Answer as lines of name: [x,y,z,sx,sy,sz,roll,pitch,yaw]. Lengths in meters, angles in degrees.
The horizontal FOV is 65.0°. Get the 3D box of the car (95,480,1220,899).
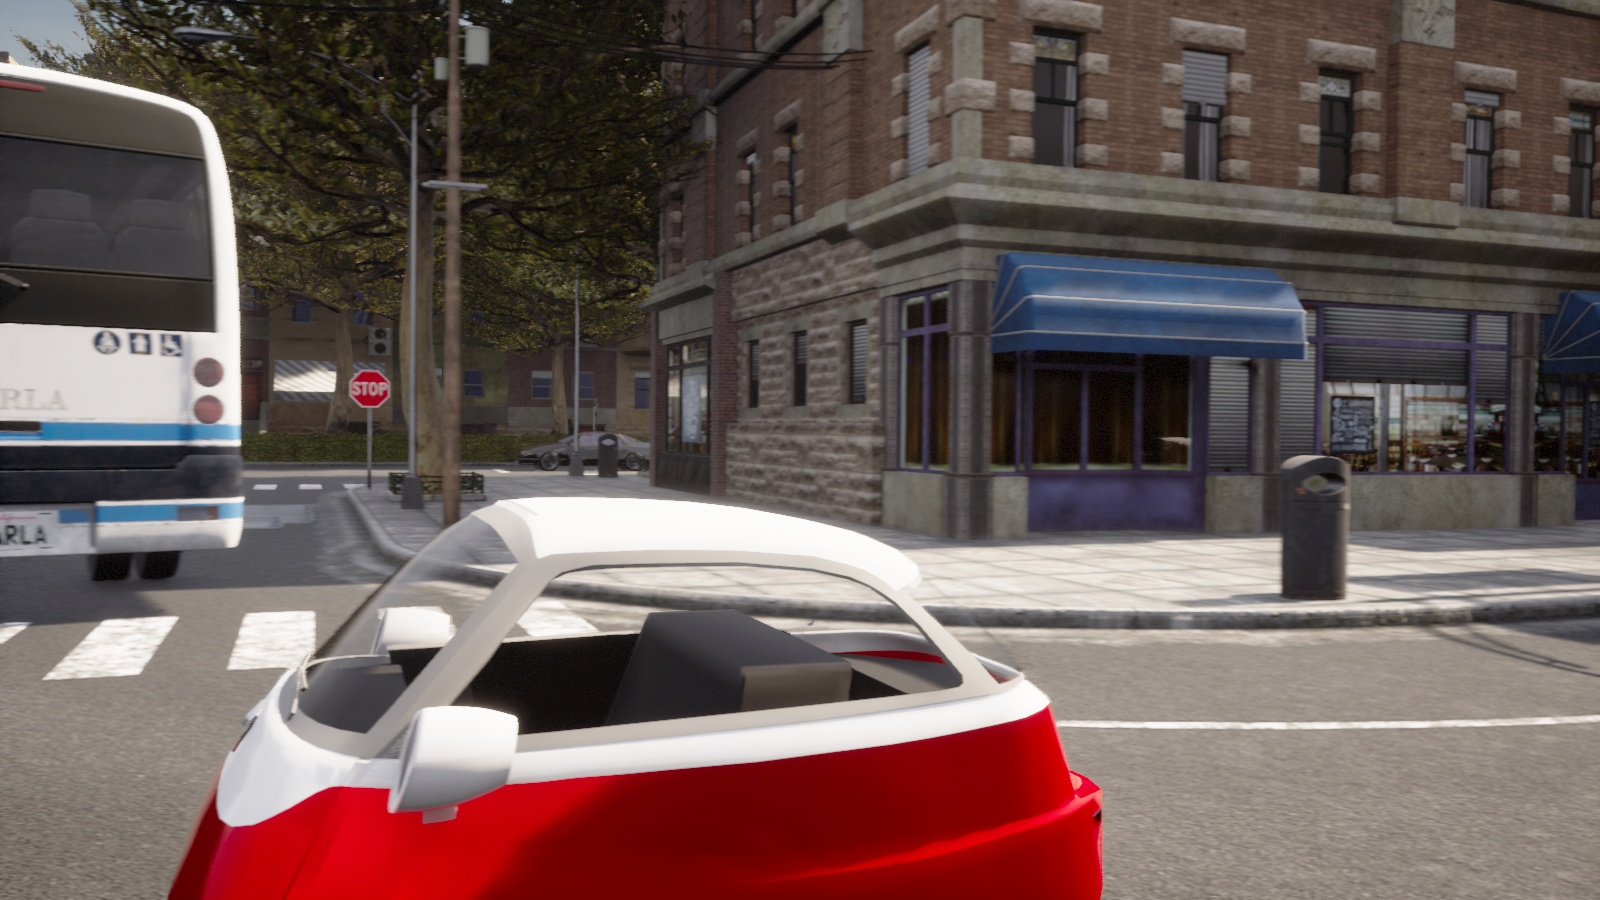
car: [-0.357,0.806,3.104,2.207,1.376,1.481,-1,1,-21]

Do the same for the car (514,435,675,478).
car: [-7.338,0.195,44.867,5.357,1.411,2.033,-1,1,-21]

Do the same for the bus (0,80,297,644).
bus: [-8.846,-0.707,13.775,3.944,4.253,10.273,-1,1,-35]
